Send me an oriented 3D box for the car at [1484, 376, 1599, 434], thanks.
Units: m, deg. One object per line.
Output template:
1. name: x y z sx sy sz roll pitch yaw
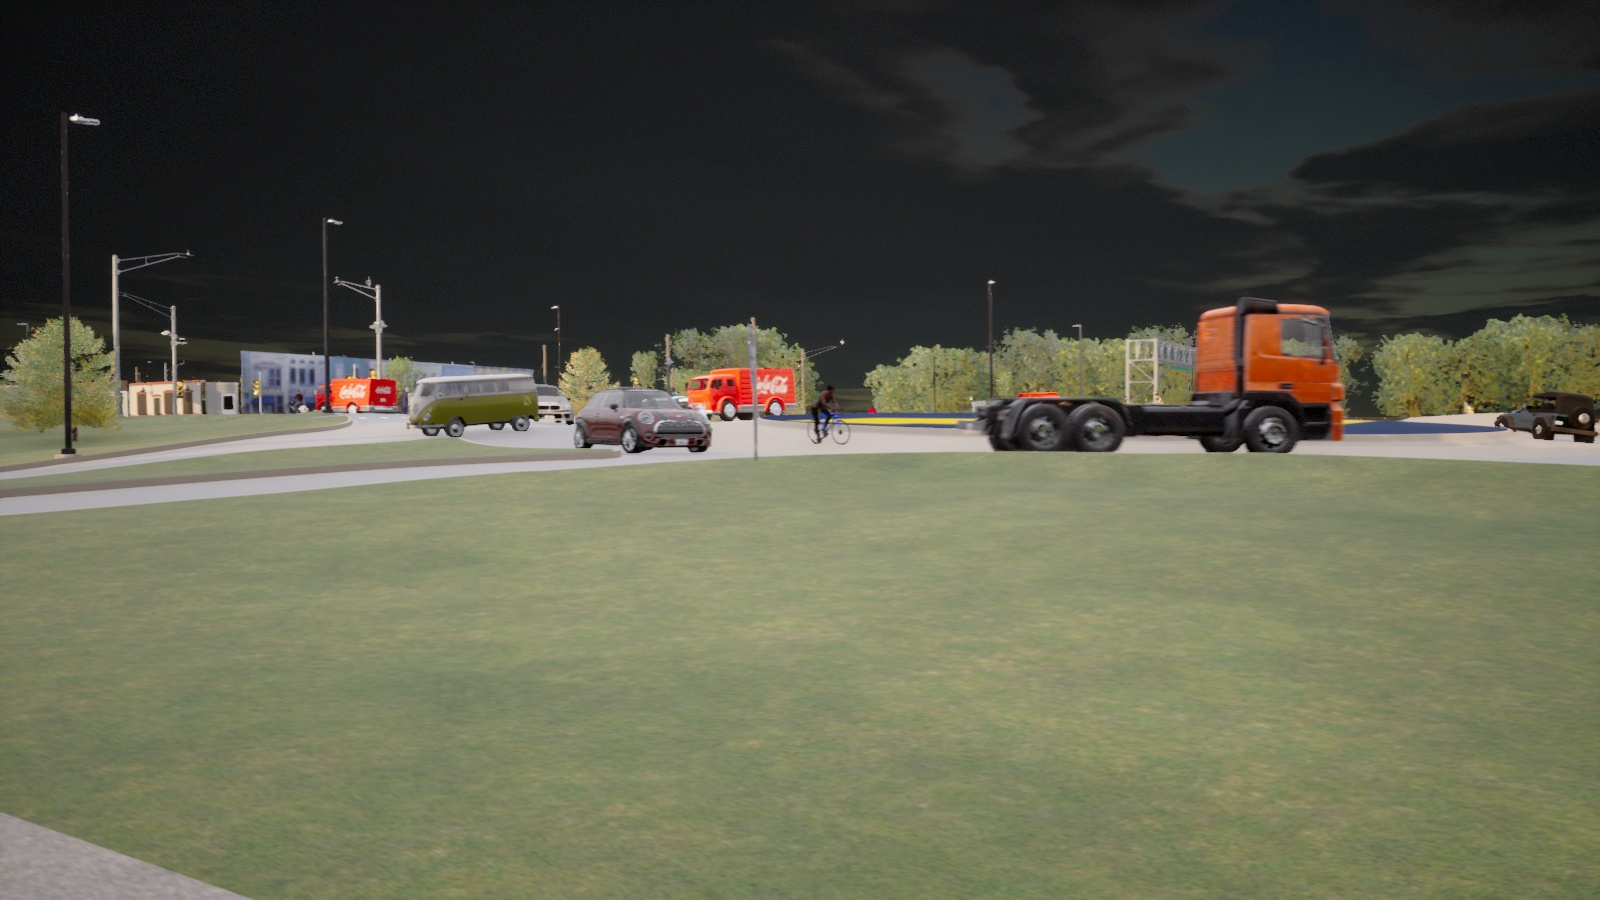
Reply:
1. car: 27.479 -1.685 46.436 1.905 1.878 3.866 6 2 -3

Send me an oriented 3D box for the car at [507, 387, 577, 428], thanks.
1. car: -11.121 -1.831 53.877 2.242 1.667 4.611 0 2 -20

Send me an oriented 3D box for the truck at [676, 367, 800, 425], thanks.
1. truck: -2.859 -2.541 59.030 5.204 2.467 2.627 -4 2 -42

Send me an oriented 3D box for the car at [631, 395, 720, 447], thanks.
1. car: -3.824 -0.902 38.469 2.207 1.376 1.481 1 10 43

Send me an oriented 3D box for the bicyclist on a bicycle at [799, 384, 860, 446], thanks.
1. bicyclist on a bicycle: 0.797 -0.966 34.199 0.582 1.620 1.656 -9 8 -43

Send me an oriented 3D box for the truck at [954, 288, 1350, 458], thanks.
1. truck: 7.659 -1.694 27.881 7.936 3.462 2.891 -1 2 -6

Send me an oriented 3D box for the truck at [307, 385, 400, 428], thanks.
1. truck: -27.902 -2.691 78.433 5.204 2.467 2.627 -1 0 28

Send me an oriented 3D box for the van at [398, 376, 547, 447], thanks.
1. van: -10.873 -1.312 41.959 1.775 1.987 4.442 1 7 43

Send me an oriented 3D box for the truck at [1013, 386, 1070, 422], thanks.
1. truck: 18.091 -3.423 94.413 2.627 2.467 5.204 -2 1 -7

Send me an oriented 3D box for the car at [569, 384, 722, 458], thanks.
1. car: -4.101 -0.740 32.636 2.097 1.767 4.553 -2 1 -33
